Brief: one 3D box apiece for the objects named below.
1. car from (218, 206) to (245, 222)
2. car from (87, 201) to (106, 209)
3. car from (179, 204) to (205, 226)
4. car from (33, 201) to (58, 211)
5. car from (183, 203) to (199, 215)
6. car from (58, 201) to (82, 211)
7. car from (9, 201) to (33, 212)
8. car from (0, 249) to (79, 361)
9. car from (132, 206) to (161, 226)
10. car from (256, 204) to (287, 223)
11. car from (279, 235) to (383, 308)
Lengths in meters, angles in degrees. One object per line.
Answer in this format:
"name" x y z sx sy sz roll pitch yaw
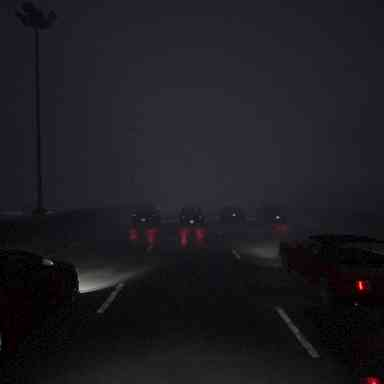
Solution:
"car" 3.466 1.906 29.460 1.994 1.385 4.181 0 -1 0
"car" -14.241 2.072 49.737 2.128 1.511 4.902 0 -1 0
"car" -0.020 1.909 26.484 1.895 1.301 4.718 0 -1 0
"car" -21.242 2.086 49.549 1.837 1.490 4.892 0 -1 0
"car" -0.089 2.077 41.023 1.895 1.301 4.718 0 -1 0
"car" -17.742 2.102 49.454 1.812 1.442 4.674 0 -1 0
"car" -24.746 2.062 48.706 2.128 1.511 4.902 0 -1 0
"car" -3.422 1.629 5.500 1.994 1.385 4.181 0 -1 0
"car" -3.519 1.832 26.269 1.812 1.442 4.674 0 -1 0
"car" 6.966 1.846 29.484 1.837 1.490 4.892 0 -1 0
"car" 3.566 1.695 8.079 1.895 1.301 4.718 0 -1 0
